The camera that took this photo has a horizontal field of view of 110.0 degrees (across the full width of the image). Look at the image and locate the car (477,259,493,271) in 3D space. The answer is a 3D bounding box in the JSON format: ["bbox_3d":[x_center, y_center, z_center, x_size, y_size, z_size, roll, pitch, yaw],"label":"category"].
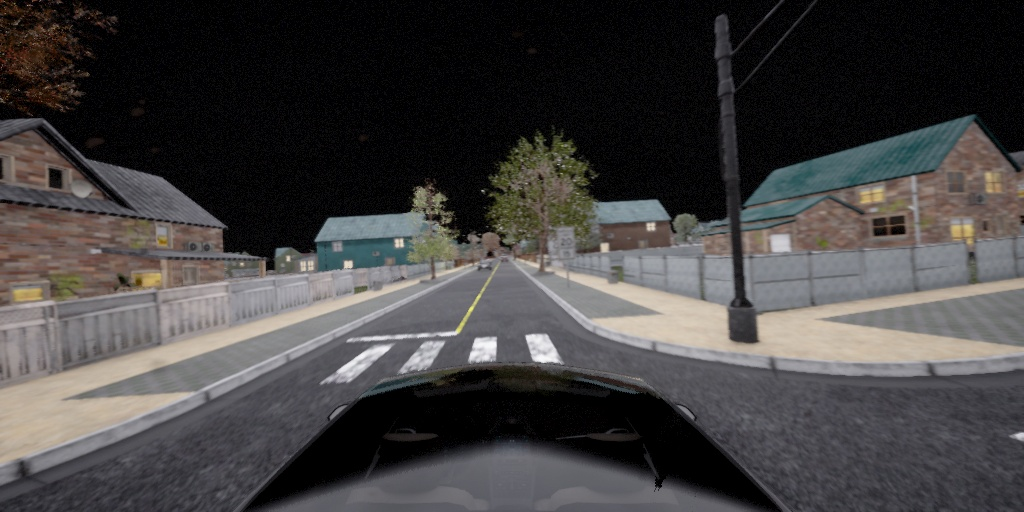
[{"bbox_3d":[-3.680,1.214,49.312,2.128,1.511,4.902,-3,0,-1],"label":"car"}]
